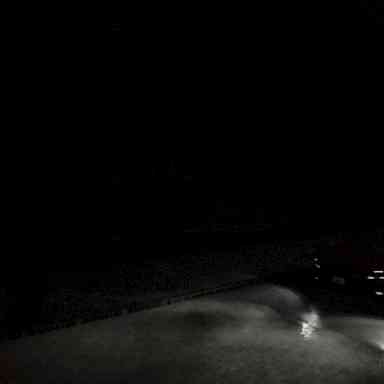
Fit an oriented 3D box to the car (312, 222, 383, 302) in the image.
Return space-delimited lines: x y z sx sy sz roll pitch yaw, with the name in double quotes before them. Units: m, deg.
"car" 4.970 1.478 8.042 5.008 1.535 1.882 0 0 -35
